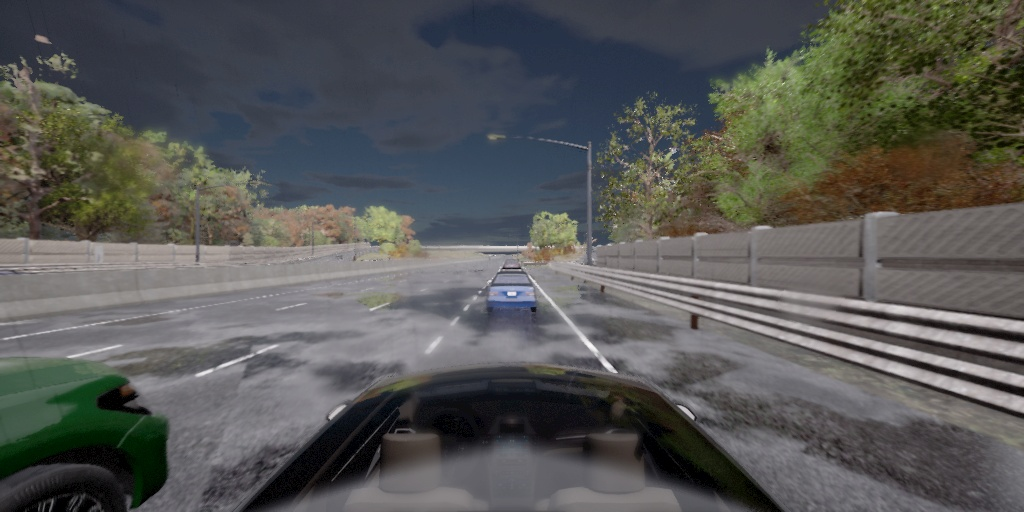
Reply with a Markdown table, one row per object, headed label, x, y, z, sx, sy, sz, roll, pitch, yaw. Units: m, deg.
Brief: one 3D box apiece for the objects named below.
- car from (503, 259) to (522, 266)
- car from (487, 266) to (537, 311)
| label | x | y | z | sx | sy | sz | roll | pitch | yaw |
| --- | --- | --- | --- | --- | --- | --- | --- | --- | --- |
| car | -0.018 | 1.276 | 29.108 | 2.128 | 1.511 | 4.902 | 0 | 0 | 0 |
| car | -0.009 | 1.310 | 14.463 | 2.033 | 1.411 | 5.357 | 0 | 0 | 0 |
